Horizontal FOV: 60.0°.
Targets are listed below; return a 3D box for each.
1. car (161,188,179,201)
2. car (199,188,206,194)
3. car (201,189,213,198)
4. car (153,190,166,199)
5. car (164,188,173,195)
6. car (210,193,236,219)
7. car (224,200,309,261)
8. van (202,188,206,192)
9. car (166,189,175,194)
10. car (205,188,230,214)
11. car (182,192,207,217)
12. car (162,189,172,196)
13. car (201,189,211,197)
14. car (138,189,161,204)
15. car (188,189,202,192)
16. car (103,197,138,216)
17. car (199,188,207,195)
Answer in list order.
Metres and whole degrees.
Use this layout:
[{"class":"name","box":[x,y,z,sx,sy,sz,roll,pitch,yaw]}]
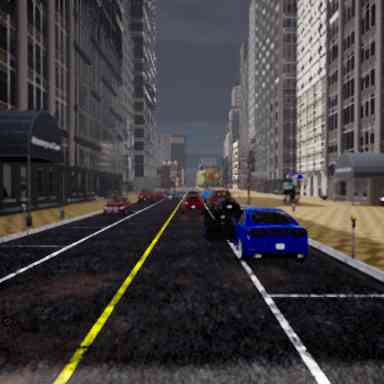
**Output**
[{"class":"car","box":[-3.007,0.530,49.078,2.128,1.511,4.902,0,1,0]},{"class":"car","box":[2.690,-0.185,87.123,1.752,1.417,4.829,0,1,0]},{"class":"car","box":[2.692,0.277,59.262,1.967,1.590,4.097,0,1,0]},{"class":"car","box":[-5.689,0.382,59.263,1.887,1.381,4.507,0,1,0]},{"class":"car","box":[-5.690,-0.157,81.413,1.967,1.590,4.097,0,1,0]},{"class":"car","box":[2.693,1.055,26.035,1.947,1.339,4.313,0,1,0]},{"class":"car","box":[2.361,1.253,11.360,1.882,1.535,5.008,0,1,0]},{"class":"van","box":[2.692,0.287,53.721,1.690,1.788,3.998,0,1,0]},{"class":"car","box":[-5.690,-0.155,86.953,2.008,1.369,4.403,0,1,0]},{"class":"car","box":[2.694,0.695,31.568,2.192,1.841,5.009,0,1,0]},{"class":"car","box":[0.099,0.966,28.508,1.812,1.442,4.674,0,1,0]},{"class":"car","box":[-5.690,0.056,75.877,1.887,1.381,4.507,0,1,0]},{"class":"car","box":[2.691,0.251,64.971,1.752,1.417,4.829,0,1,0]},{"class":"car","box":[-5.687,0.478,42.643,2.192,1.841,5.009,0,1,0]},{"class":"car","box":[0.098,0.609,45.624,1.837,1.490,4.892,0,1,0]},{"class":"car","box":[-5.687,1.071,26.034,1.802,1.307,4.206,0,1,0]},{"class":"car","box":[2.691,-0.158,81.414,1.967,1.590,4.097,0,1,0]}]
